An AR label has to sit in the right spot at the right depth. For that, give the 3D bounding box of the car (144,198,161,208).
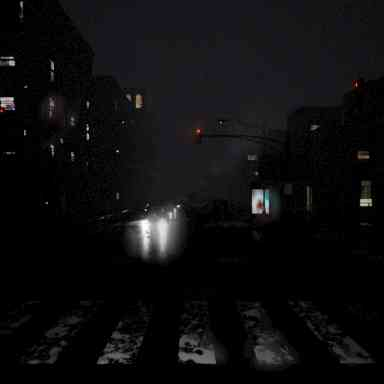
[{"bbox_3d":[-5.778,1.571,48.916,2.008,1.369,4.403,0,0,0],"label":"car"}]

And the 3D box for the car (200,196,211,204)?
[{"bbox_3d":[2.573,1.591,66.033,2.008,1.369,4.403,-1,0,0],"label":"car"}]

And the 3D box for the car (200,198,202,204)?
[{"bbox_3d":[2.602,1.571,48.943,2.008,1.369,4.403,0,0,0],"label":"car"}]

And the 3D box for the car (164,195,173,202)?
[{"bbox_3d":[-5.836,1.592,82.925,1.752,1.417,4.829,-1,0,0],"label":"car"}]

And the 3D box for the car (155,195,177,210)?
[{"bbox_3d":[-3.164,1.489,39.563,1.882,1.535,5.008,0,0,0],"label":"car"}]

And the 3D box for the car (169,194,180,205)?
[{"bbox_3d":[-3.176,1.526,49.947,1.837,1.490,4.892,0,0,0],"label":"car"}]

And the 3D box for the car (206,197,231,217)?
[{"bbox_3d":[2.630,1.446,31.852,1.967,1.590,4.097,0,0,0],"label":"car"}]

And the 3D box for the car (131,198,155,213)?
[{"bbox_3d":[-5.759,1.561,37.523,2.008,1.369,4.403,0,0,0],"label":"car"}]

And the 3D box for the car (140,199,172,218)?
[{"bbox_3d":[-3.150,1.605,30.060,1.895,1.301,4.718,0,0,0],"label":"car"}]

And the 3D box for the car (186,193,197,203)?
[{"bbox_3d":[-0.029,1.269,70.661,2.150,2.045,5.566,0,0,0],"label":"car"}]

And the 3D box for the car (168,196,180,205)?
[{"bbox_3d":[-3.149,1.510,59.979,1.882,1.535,5.008,0,0,1],"label":"car"}]

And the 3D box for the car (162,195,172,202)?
[{"bbox_3d":[-5.828,1.497,77.398,1.967,1.590,4.097,0,0,0],"label":"car"}]

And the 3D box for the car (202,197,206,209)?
[{"bbox_3d":[2.612,1.597,43.246,1.802,1.307,4.206,0,0,0],"label":"car"}]

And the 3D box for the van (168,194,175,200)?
[{"bbox_3d":[-5.858,1.430,94.489,1.690,1.788,3.998,-1,0,0],"label":"van"}]

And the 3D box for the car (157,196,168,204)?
[{"bbox_3d":[-5.807,1.565,65.836,1.752,1.417,4.829,0,0,0],"label":"car"}]
